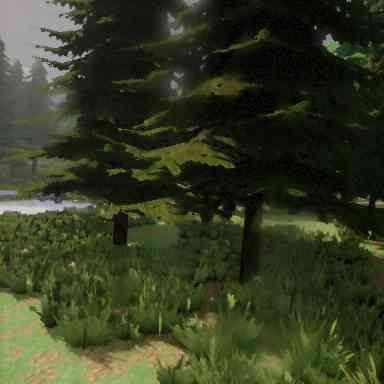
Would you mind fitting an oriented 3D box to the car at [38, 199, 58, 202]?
[{"bbox_3d":[-9.980,0.076,26.369,1.812,1.442,4.674,5,3,24],"label":"car"}]
